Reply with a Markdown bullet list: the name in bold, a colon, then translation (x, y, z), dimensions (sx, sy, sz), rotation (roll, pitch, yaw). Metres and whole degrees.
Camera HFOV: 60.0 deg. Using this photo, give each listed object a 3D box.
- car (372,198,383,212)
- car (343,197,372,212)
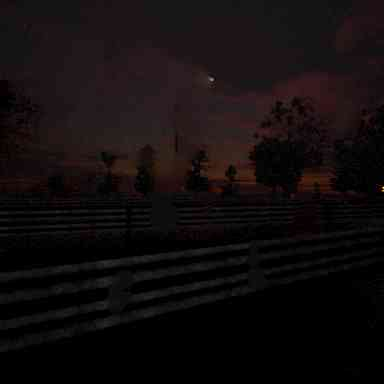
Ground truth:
- **car**: translation (19.532, 1.331, 31.347), dimensions (4.181, 1.385, 1.994), rotation (0, 0, -23)
- **car**: translation (17.868, 1.274, 34.446), dimensions (4.892, 1.490, 1.837), rotation (0, 0, -23)
